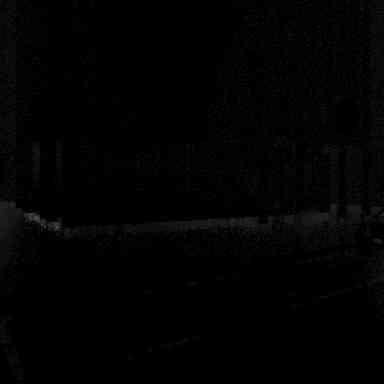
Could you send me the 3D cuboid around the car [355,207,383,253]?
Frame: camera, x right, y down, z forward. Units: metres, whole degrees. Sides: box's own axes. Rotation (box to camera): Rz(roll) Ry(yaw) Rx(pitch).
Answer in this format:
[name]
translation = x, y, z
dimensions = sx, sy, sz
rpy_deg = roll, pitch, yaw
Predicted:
[car]
translation = 8.216, 1.315, 12.510
dimensions = 5.009, 1.841, 2.192
rpy_deg = 0, 0, -36
